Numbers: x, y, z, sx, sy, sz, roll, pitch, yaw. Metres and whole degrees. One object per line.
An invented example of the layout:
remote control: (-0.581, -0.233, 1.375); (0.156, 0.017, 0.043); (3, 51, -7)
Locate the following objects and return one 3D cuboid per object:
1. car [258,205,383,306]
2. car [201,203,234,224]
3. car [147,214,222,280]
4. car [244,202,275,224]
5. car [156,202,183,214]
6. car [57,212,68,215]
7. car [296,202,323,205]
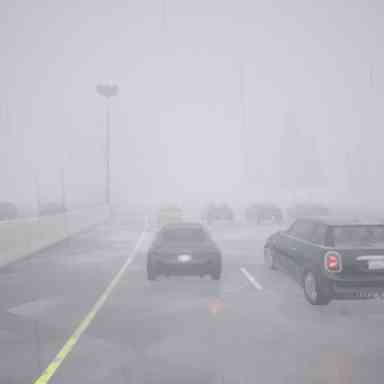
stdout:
car: (3.307, 1.361, 8.239); (2.097, 1.767, 4.553); (0, 0, -2)
car: (1.859, 1.542, 25.320); (2.128, 1.511, 4.902); (0, 0, -7)
car: (-0.271, 1.587, 10.129); (1.994, 1.385, 4.181); (0, 0, -3)
car: (5.360, 1.546, 25.518); (1.837, 1.490, 4.892); (0, 0, -7)
car: (-1.840, 1.541, 26.683); (1.882, 1.535, 5.008); (0, 0, -7)
car: (-13.644, 1.675, 33.056); (1.994, 1.385, 4.181); (0, 0, -10)
car: (8.868, 1.537, 25.687); (1.837, 1.490, 4.892); (0, 0, -7)
